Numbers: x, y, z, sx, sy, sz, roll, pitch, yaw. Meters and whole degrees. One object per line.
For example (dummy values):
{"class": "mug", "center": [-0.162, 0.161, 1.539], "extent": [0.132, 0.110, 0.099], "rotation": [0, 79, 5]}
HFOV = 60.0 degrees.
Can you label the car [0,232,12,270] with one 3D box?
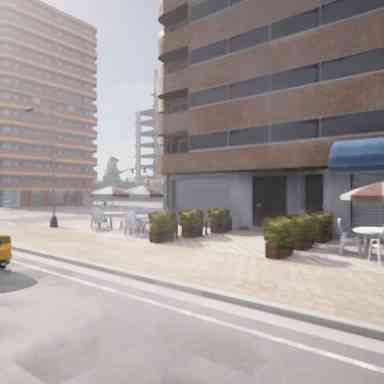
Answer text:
{"class": "car", "center": [-7.284, 1.500, 9.994], "extent": [5.008, 1.535, 1.882], "rotation": [0, 0, 38]}
